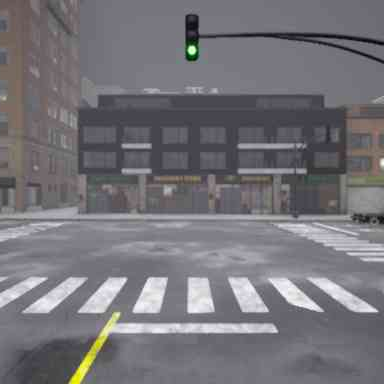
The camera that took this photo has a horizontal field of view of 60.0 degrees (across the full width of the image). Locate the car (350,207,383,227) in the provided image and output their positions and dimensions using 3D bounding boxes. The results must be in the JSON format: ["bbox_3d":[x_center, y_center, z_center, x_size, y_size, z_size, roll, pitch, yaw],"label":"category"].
[{"bbox_3d":[13.385,1.629,22.519,4.718,1.301,1.895,0,0,0],"label":"car"}]
